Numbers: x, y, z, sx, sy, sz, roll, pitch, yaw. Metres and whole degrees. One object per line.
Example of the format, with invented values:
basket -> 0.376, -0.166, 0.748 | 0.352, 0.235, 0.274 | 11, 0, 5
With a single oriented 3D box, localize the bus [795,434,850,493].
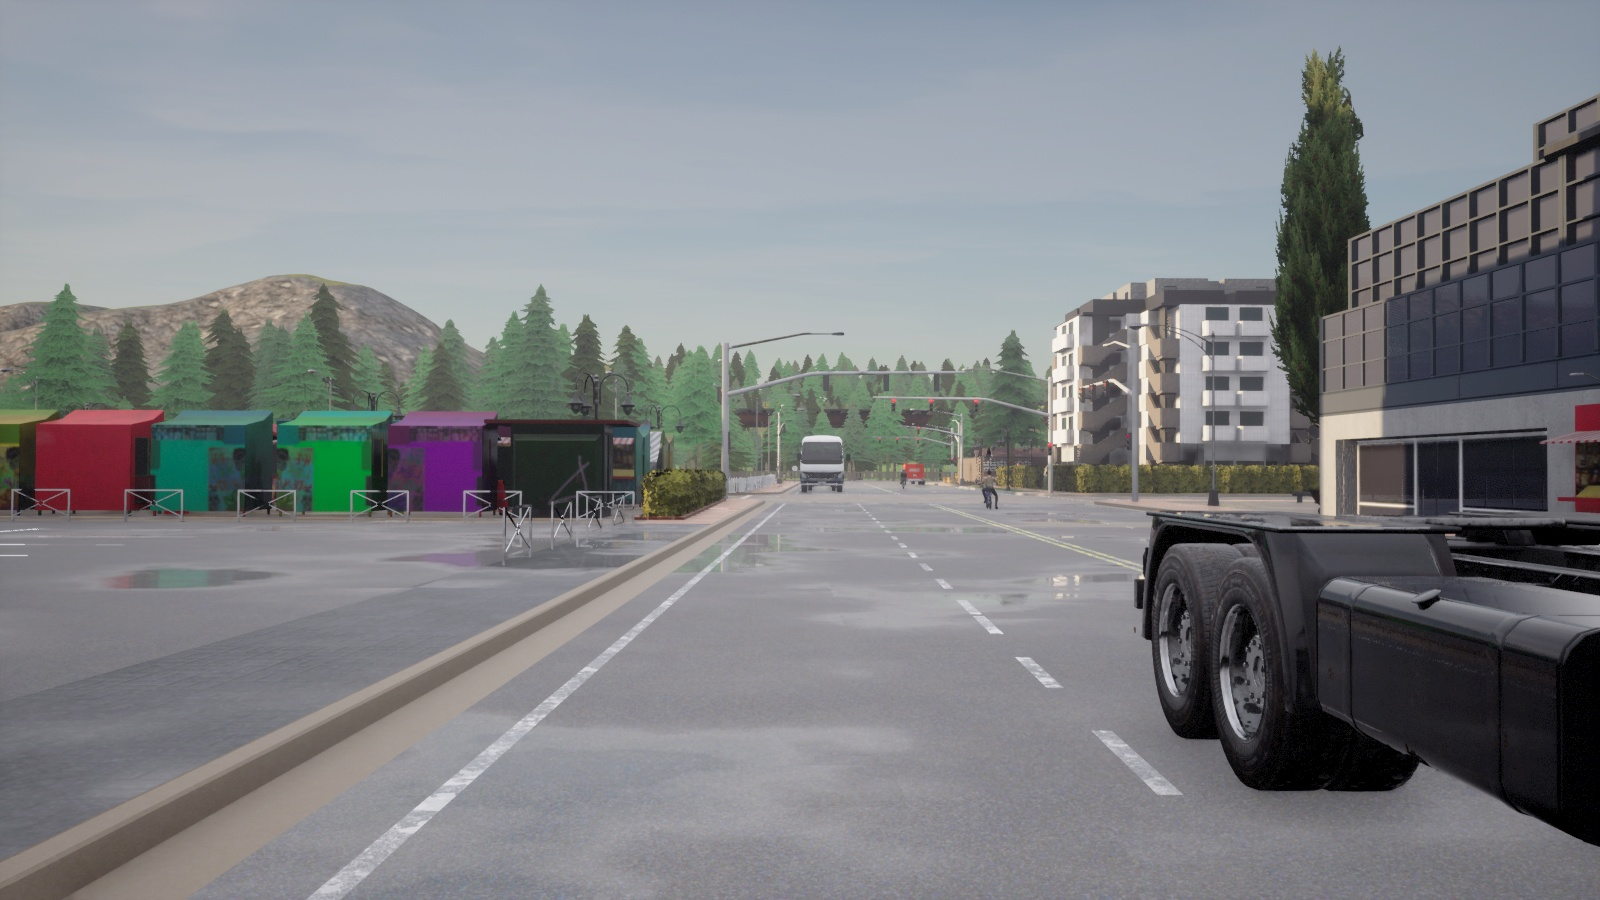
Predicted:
bus -> 1.699, 1.041, 96.112 | 3.944, 4.253, 10.273 | 0, -1, 1

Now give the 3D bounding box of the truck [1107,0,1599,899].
truck -> 3.537, -0.102, 4.747 | 2.891, 3.462, 7.936 | 0, -1, 1
